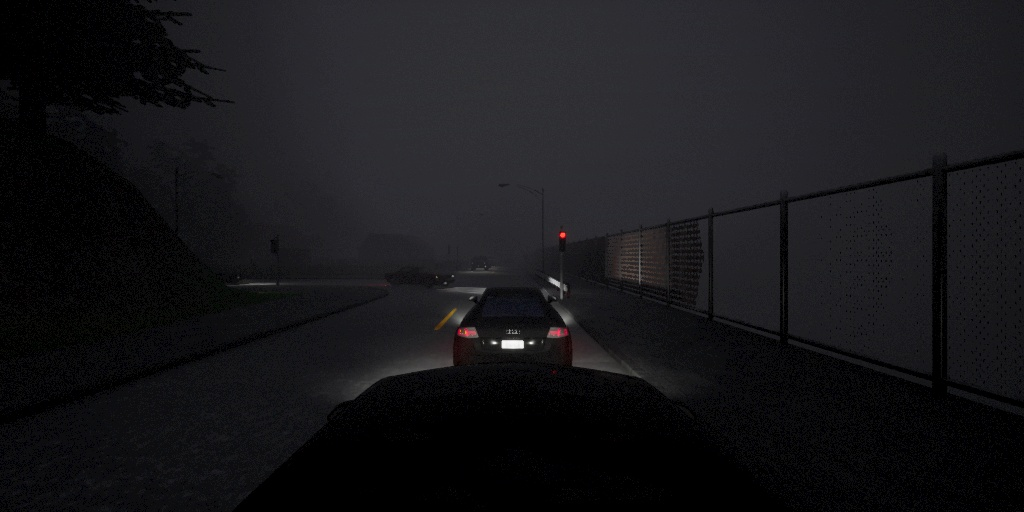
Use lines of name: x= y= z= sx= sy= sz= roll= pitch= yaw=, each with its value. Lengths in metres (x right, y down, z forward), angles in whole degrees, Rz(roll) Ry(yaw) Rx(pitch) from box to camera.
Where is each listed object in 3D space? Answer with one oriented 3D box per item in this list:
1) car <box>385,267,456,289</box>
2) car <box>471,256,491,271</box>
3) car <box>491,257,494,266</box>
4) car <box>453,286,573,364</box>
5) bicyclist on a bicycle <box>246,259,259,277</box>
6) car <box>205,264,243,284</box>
car: x=-5.905 y=1.351 z=23.120 sx=4.718 sy=1.301 sz=1.895 roll=0 pitch=0 yaw=32
car: x=-4.494 y=0.972 z=50.597 sx=2.150 sy=2.045 sz=5.566 roll=0 pitch=0 yaw=0
car: x=-4.556 y=1.276 z=60.514 sx=1.812 sy=1.442 sz=4.674 roll=0 pitch=0 yaw=0
car: x=0.018 y=1.314 z=7.464 sx=1.994 sy=1.385 sz=4.181 roll=0 pitch=0 yaw=0
bicyclist on a bicycle: x=-24.050 y=1.099 z=33.279 sx=0.582 sy=1.620 sz=1.656 roll=0 pitch=0 yaw=0
car: x=-21.456 y=1.254 z=24.905 sx=4.892 sy=1.490 sz=1.837 roll=0 pitch=0 yaw=0
